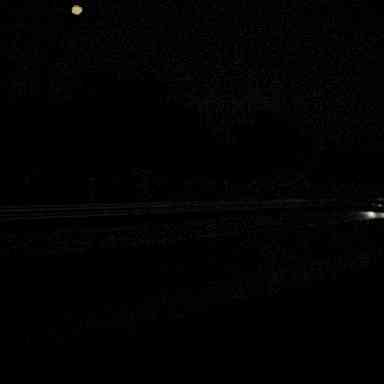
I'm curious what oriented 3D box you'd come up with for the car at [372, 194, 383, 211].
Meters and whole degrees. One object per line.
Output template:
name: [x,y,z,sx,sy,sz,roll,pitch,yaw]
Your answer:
car: [22.205,1.096,36.899,5.566,2.045,2.150,0,0,-35]
